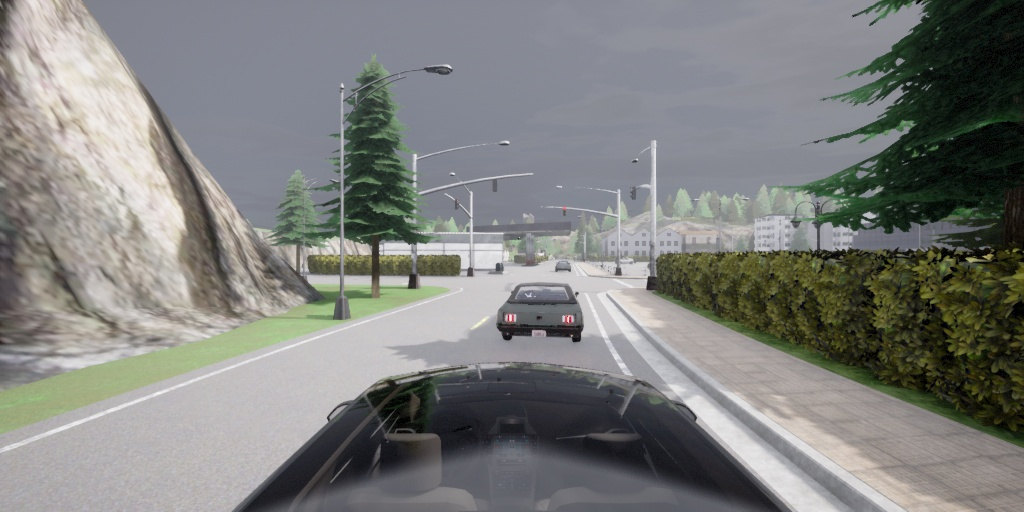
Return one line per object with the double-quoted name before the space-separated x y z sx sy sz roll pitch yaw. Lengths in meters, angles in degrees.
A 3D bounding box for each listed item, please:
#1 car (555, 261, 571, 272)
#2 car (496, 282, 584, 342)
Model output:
"car" 6.541 1.314 45.757 1.994 1.385 4.181 0 0 9
"car" 0.881 1.351 9.770 1.895 1.301 4.718 0 0 8
